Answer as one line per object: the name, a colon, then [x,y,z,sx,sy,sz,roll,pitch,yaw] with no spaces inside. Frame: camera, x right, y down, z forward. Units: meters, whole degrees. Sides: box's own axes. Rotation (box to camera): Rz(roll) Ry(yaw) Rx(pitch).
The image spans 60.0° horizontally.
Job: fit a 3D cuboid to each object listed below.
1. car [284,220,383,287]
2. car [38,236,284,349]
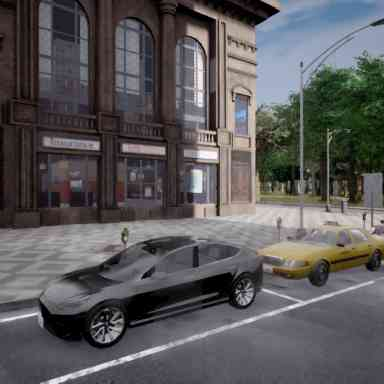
car: [3.775,1.526,9.348,4.829,1.417,1.752,0,0,-36]
car: [-0.512,1.566,6.287,4.313,1.339,1.947,0,0,-36]
